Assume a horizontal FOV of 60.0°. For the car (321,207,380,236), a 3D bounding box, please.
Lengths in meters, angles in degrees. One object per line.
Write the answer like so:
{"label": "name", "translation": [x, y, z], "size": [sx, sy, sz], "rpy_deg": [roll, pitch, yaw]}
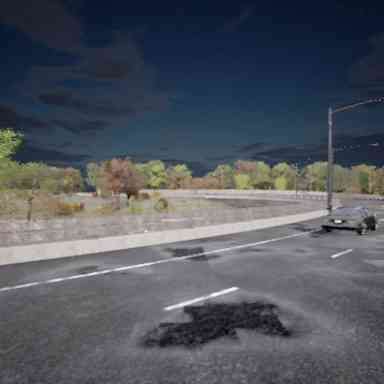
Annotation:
{"label": "car", "translation": [8.920, 1.519, 18.542], "size": [2.033, 1.411, 5.357], "rpy_deg": [0, 0, 40]}
